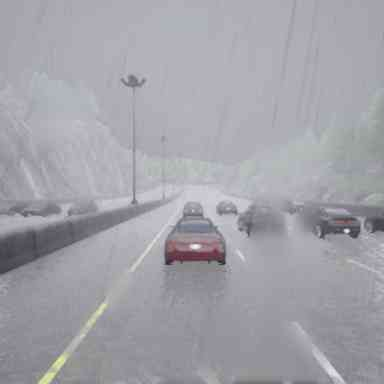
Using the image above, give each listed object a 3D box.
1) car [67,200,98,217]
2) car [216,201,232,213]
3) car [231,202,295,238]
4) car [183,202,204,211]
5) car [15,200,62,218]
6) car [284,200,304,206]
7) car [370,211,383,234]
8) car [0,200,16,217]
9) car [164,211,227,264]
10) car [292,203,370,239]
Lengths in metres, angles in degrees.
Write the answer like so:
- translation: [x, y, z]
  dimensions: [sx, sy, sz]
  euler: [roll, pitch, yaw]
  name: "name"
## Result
- translation: [-10.583, 1.573, 32.511]
  dimensions: [1.837, 1.490, 4.892]
  euler: [0, 0, 0]
  name: "car"
- translation: [3.609, 1.640, 35.167]
  dimensions: [1.994, 1.385, 4.181]
  euler: [0, 0, 0]
  name: "car"
- translation: [3.604, 1.530, 17.879]
  dimensions: [2.128, 1.511, 4.902]
  euler: [0, 0, 0]
  name: "car"
- translation: [0.108, 1.612, 29.956]
  dimensions: [2.033, 1.411, 5.357]
  euler: [0, 0, 0]
  name: "car"
- translation: [-14.088, 1.614, 31.482]
  dimensions: [2.033, 1.411, 5.357]
  euler: [0, 0, 0]
  name: "car"
- translation: [10.609, 1.600, 34.357]
  dimensions: [1.812, 1.442, 4.674]
  euler: [0, 0, 0]
  name: "car"
- translation: [10.604, 1.528, 16.750]
  dimensions: [2.128, 1.511, 4.902]
  euler: [0, 0, 0]
  name: "car"
- translation: [-17.583, 1.560, 32.371]
  dimensions: [2.128, 1.511, 4.902]
  euler: [0, 0, 0]
  name: "car"
- translation: [0.103, 1.590, 11.870]
  dimensions: [1.994, 1.385, 4.181]
  euler: [0, 0, 0]
  name: "car"
- translation: [7.104, 1.543, 17.680]
  dimensions: [1.837, 1.490, 4.892]
  euler: [0, 0, 0]
  name: "car"
